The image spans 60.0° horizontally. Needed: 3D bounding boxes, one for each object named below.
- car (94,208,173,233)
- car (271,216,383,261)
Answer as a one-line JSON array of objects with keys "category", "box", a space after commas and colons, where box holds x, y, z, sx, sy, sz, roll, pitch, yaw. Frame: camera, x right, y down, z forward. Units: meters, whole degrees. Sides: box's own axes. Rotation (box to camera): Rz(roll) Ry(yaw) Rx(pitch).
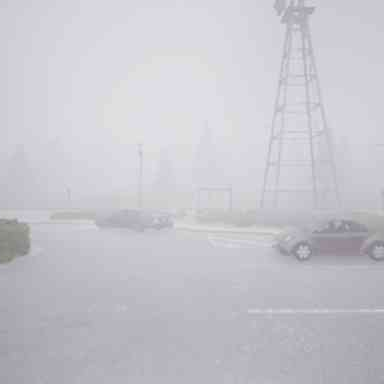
[{"category": "car", "box": [-3.709, 1.698, 20.790, 5.357, 1.411, 2.033, 0, -1, 35]}, {"category": "car", "box": [4.883, 1.592, 11.888, 3.905, 1.438, 1.784, 0, 0, 0]}]
